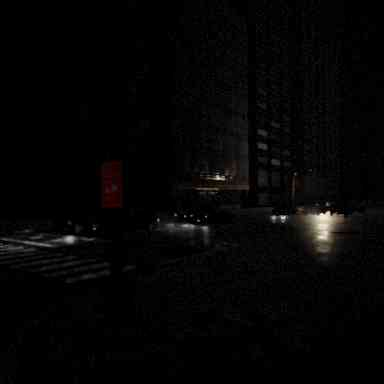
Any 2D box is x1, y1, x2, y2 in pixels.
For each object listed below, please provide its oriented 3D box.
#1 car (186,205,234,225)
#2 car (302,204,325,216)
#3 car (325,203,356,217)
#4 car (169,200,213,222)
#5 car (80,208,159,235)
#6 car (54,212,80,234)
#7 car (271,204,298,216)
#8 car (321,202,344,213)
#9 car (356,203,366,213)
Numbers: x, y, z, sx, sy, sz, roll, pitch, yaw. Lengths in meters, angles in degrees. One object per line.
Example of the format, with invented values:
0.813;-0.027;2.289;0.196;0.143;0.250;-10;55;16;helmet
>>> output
1.820;2.112;29.218;1.895;1.301;4.718;-1;-1;36;car
15.762;2.272;42.724;2.033;1.411;5.357;-1;-1;36;car
18.172;2.181;40.512;1.837;1.490;4.892;-1;-1;36;car
0.131;1.799;32.442;2.150;2.045;5.566;-1;-2;36;car
-4.147;1.865;20.986;2.128;1.511;4.902;-1;-1;35;car
-6.890;1.892;22.734;1.882;1.535;5.008;-1;-1;36;car
12.107;2.295;43.396;2.033;1.411;5.357;-1;-1;36;car
21.567;2.351;50.837;2.128;1.511;4.902;-1;-1;36;car
24.202;2.364;48.933;2.033;1.411;5.357;-1;-1;36;car
